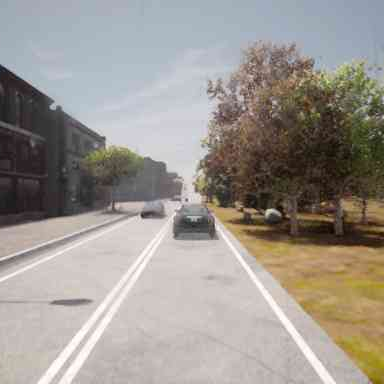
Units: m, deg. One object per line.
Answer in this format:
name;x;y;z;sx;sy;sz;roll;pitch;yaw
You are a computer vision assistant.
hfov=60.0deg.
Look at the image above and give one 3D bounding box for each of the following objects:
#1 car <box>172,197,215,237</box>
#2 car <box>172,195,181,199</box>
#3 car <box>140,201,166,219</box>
car;0.100;1.352;18.154;2.097;1.767;4.553;0;0;0
car;-3.155;1.411;69.544;1.882;1.535;5.008;0;0;1
car;-3.350;1.547;29.434;2.033;1.411;5.357;0;0;0
